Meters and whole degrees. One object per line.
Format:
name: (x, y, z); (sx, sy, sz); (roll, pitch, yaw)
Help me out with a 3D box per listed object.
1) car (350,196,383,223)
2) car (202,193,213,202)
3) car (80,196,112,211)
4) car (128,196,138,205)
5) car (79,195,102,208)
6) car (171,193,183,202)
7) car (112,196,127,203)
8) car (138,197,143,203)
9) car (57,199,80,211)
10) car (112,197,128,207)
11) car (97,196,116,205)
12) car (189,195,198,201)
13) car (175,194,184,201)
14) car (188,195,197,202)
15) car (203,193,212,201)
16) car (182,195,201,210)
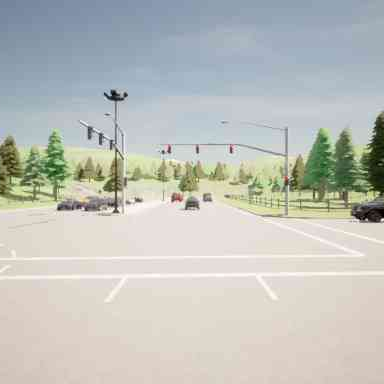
car: (14.925, 1.223, 24.870); (5.566, 2.045, 2.150); (0, 0, 1)
car: (3.587, 1.536, 73.774); (2.033, 1.411, 5.357); (0, 0, 1)
car: (-11.572, 1.505, 40.374); (1.837, 1.490, 4.892); (0, 0, 0)
car: (-11.537, 1.601, 59.696); (1.895, 1.301, 4.718); (0, 0, 1)
car: (-15.060, 1.352, 49.714); (2.097, 1.767, 4.553); (0, 0, 0)
car: (-3.413, 1.220, 73.812); (2.150, 2.045, 5.566); (0, 0, 1)
car: (-14.950, 1.595, 68.736); (1.895, 1.301, 4.718); (0, 0, 0)
car: (-11.449, 1.595, 69.889); (1.895, 1.301, 4.718); (0, 0, 0)
car: (-15.060, 1.564, 41.207); (1.994, 1.385, 4.181); (0, 0, 1)
car: (-11.564, 1.547, 50.112); (2.033, 1.411, 5.357); (0, 0, 0)
car: (-15.032, 1.491, 58.593); (2.128, 1.511, 4.902); (0, 0, 0)
car: (0.316, 1.466, 84.463); (2.128, 1.511, 4.902); (0, 0, 2)
car: (-3.183, 1.419, 84.557); (1.882, 1.535, 5.008); (0, 0, 2)
car: (0.091, 1.475, 74.192); (1.882, 1.535, 5.008); (0, 0, 1)
car: (3.815, 1.166, 84.398); (2.150, 2.045, 5.566); (0, 0, 2)
car: (0.029, 1.504, 43.173); (1.837, 1.490, 4.892); (0, 0, 0)
